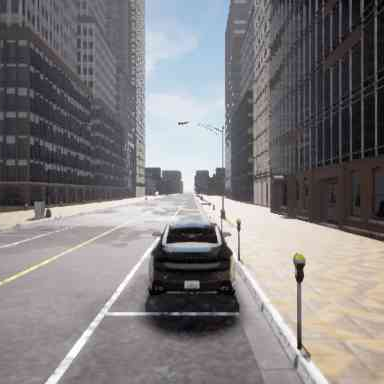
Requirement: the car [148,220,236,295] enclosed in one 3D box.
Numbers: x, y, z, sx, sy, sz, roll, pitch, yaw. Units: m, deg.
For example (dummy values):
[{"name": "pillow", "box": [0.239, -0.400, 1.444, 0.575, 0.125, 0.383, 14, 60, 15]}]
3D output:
[{"name": "car", "box": [0.000, 1.491, 8.649, 1.837, 1.490, 4.892, 0, 0, 0]}]
